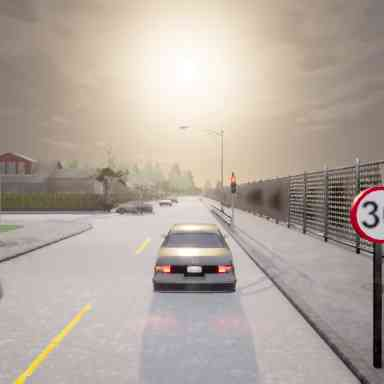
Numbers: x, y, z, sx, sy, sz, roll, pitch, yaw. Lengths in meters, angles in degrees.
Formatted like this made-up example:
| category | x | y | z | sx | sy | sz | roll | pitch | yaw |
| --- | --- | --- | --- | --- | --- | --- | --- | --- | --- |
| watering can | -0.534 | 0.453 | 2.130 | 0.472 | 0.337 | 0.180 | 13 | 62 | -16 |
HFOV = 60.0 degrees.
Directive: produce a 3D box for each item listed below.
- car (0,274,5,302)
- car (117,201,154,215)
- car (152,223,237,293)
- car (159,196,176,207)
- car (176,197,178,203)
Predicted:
| category | x | y | z | sx | sy | sz | roll | pitch | yaw |
| --- | --- | --- | --- | --- | --- | --- | --- | --- | --- |
| car | -4.095 | 1.601 | 3.381 | 1.895 | 1.301 | 4.718 | 0 | 0 | 0 |
| car | -5.677 | 1.564 | 33.631 | 1.994 | 1.385 | 4.181 | 1 | 0 | 29 |
| car | 0.070 | 1.547 | 8.967 | 2.033 | 1.411 | 5.357 | 0 | 0 | 1 |
| car | -4.000 | 1.546 | 51.808 | 2.033 | 1.411 | 5.357 | 0 | 0 | 0 |
| car | -3.896 | 1.478 | 67.045 | 1.882 | 1.535 | 5.008 | 0 | 0 | 1 |
